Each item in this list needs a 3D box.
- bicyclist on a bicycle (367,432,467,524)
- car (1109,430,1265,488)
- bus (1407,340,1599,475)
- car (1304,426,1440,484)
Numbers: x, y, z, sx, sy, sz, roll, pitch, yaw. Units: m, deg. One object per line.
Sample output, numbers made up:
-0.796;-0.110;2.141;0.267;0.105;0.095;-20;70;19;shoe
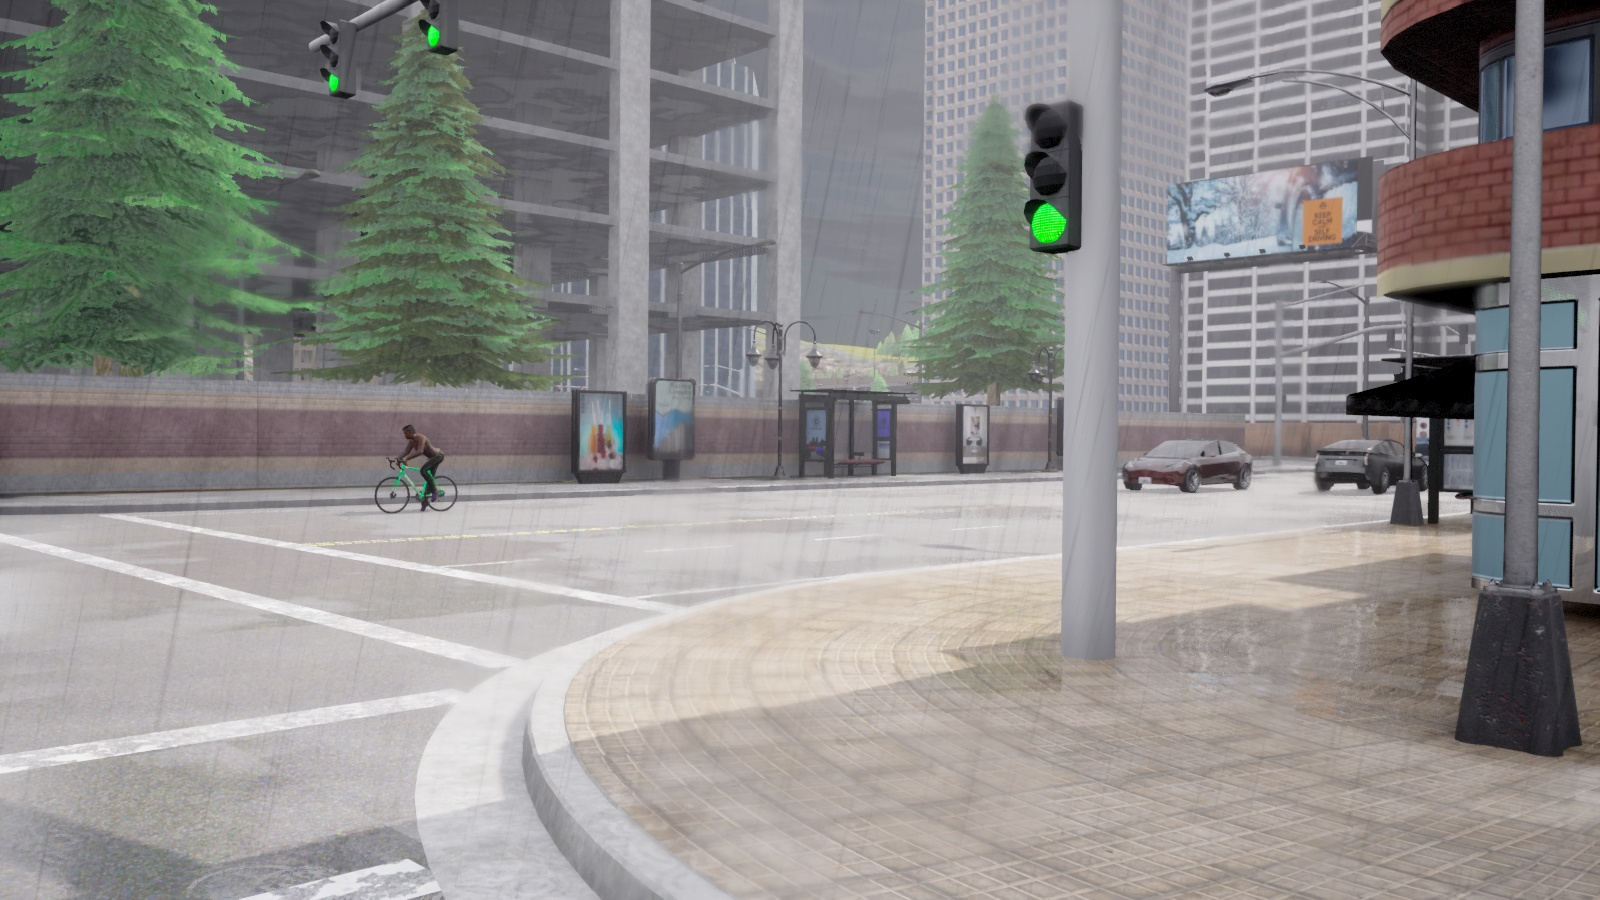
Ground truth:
-7.053;0.487;23.169;1.656;1.620;0.582;-2;1;-44;bicyclist on a bicycle
11.003;0.202;35.494;4.792;1.488;2.163;-1;1;-44;car
25.602;-1.430;44.546;10.273;4.253;3.944;-1;1;-44;bus
16.321;0.098;35.729;4.514;1.525;2.007;-1;1;-44;car
